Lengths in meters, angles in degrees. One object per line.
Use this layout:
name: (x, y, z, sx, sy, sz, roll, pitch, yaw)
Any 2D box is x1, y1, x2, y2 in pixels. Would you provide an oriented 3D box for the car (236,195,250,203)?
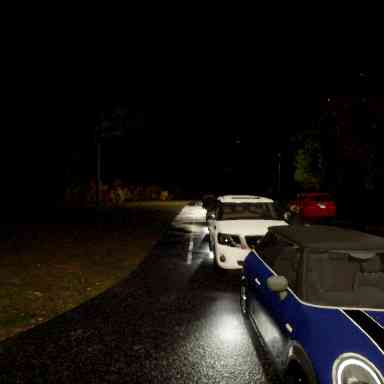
car: (9.540, 1.276, 62.521, 1.895, 1.301, 4.718, 0, 0, 1)

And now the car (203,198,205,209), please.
car: (1.881, 1.380, 23.119, 1.837, 1.490, 4.892, 0, 0, 1)

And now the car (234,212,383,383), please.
car: (1.936, 1.338, 4.186, 2.097, 1.767, 4.553, 0, 0, -1)

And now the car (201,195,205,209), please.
car: (2.190, 1.264, 41.011, 1.882, 1.535, 5.008, 0, 1, 1)

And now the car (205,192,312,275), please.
car: (1.680, 1.160, 10.531, 2.150, 2.045, 5.566, 0, 0, 1)

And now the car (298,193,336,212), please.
car: (8.908, 1.099, 25.214, 2.150, 2.045, 5.566, 0, 0, 1)

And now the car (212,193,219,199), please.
car: (6.379, 1.066, 90.921, 1.994, 1.385, 4.181, 0, 0, 4)

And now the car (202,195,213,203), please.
car: (2.852, 1.280, 61.479, 1.895, 1.301, 4.718, 0, 0, 4)
